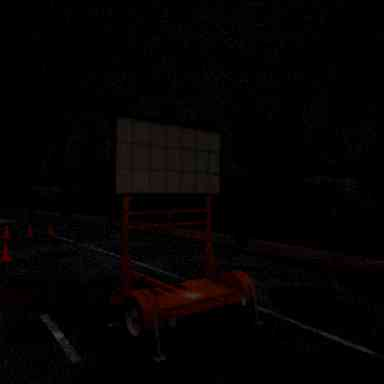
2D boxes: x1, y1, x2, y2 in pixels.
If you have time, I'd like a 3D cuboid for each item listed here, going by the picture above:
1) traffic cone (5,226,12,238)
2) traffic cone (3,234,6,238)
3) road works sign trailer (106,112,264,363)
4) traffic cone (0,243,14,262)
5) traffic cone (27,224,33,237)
[{"bbox_3d":[-8.920,1.921,16.087,0.340,0.580,0.340,0,0,-38],"label":"traffic cone"},{"bbox_3d":[-7.229,1.927,12.327,0.340,0.580,0.340,0,0,-38],"label":"traffic cone"},{"bbox_3d":[-0.481,0.471,6.181,2.380,3.560,2.880,0,0,-38],"label":"road works sign trailer"},{"bbox_3d":[-5.991,1.933,10.756,0.340,0.580,0.340,0,0,-38],"label":"traffic cone"},{"bbox_3d":[-8.135,1.927,16.706,0.340,0.580,0.340,0,0,-38],"label":"traffic cone"}]
